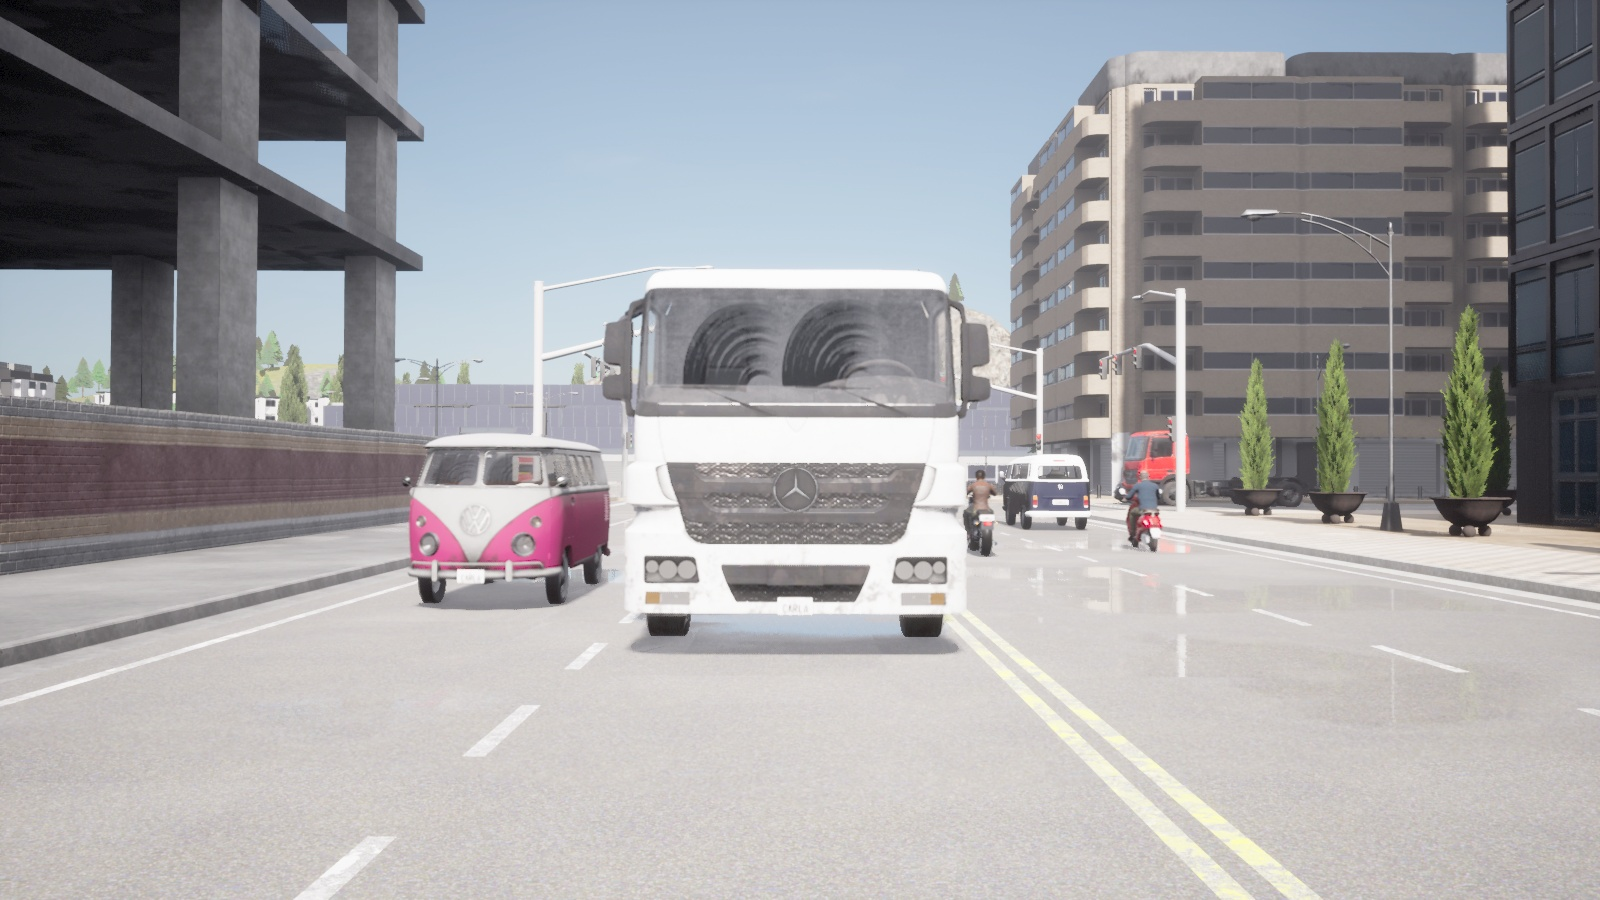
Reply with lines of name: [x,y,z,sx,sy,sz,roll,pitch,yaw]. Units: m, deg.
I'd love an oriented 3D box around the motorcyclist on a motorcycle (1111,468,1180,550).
motorcyclist on a motorcycle: [6.934,1.164,25.314,0.866,1.590,1.817,0,-1,0]

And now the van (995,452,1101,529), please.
van: [6.907,1.104,35.411,2.069,2.038,4.480,0,-1,0]

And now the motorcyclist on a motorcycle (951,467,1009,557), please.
motorcyclist on a motorcycle: [3.437,1.156,24.148,0.766,1.649,2.350,0,-1,0]

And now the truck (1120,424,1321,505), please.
truck: [18.596,0.638,55.888,7.936,3.462,2.891,0,-1,0]

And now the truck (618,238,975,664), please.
truck: [-0.041,0.071,14.198,2.891,3.462,7.936,0,-1,0]

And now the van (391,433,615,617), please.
van: [-3.542,0.847,15.822,1.775,1.987,4.442,0,-1,0]

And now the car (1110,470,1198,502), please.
car: [16.686,1.701,59.348,3.633,1.501,1.845,0,-1,0]
